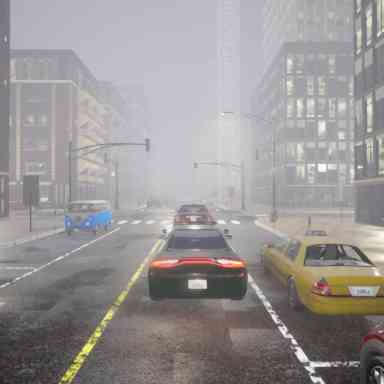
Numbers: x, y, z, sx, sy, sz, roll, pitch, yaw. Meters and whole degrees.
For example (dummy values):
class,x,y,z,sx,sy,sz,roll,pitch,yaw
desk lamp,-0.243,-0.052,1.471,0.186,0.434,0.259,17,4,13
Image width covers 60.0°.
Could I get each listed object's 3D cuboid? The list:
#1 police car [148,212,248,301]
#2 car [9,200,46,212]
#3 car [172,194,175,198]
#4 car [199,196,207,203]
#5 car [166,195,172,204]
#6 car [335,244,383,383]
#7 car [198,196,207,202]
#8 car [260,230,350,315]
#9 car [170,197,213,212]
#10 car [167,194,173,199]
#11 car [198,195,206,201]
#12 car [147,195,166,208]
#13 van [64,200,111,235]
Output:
class,x,y,z,sx,sy,sz,roll,pitch,yaw
police car,0.100,1.509,8.482,2.038,1.542,4.974,0,0,0
car,-19.062,1.538,37.834,4.507,1.381,1.887,0,-1,0
car,-5.701,1.646,79.147,1.967,1.590,4.097,0,0,0
car,2.679,1.733,79.318,1.752,1.417,4.829,0,0,0
car,-5.699,1.720,67.821,1.947,1.339,4.313,0,0,0
car,2.706,1.441,1.860,1.967,1.590,4.097,1,0,0
car,2.677,1.801,84.812,1.947,1.339,4.313,0,0,0
car,2.706,1.529,7.554,1.752,1.417,4.829,1,0,0
car,0.081,1.369,18.592,2.097,1.767,4.553,0,0,0
car,-5.700,1.761,73.484,1.802,1.307,4.206,0,0,0
car,2.677,1.705,90.475,1.967,1.590,4.097,0,0,0
car,-5.693,1.408,50.834,2.192,1.841,5.009,0,0,0
van,-5.663,1.358,18.429,1.690,1.788,3.998,1,0,0
